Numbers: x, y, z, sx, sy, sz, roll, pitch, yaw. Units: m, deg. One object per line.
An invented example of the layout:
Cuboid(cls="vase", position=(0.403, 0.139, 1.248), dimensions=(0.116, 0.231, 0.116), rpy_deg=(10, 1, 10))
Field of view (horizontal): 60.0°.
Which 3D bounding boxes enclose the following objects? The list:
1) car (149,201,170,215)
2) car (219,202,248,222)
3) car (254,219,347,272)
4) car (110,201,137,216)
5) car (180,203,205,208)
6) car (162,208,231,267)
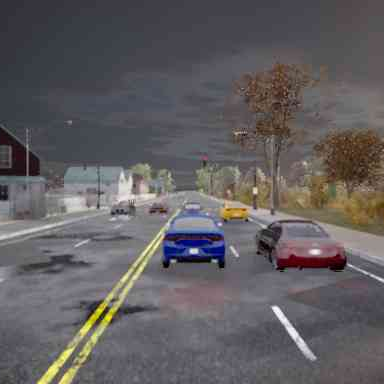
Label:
Cuboid(cls="car", position=(-3.335, 1.644, 34.635), dimensions=(1.895, 1.301, 4.718), rpy_deg=(0, 0, 0))
Cuboid(cls="car", position=(3.308, 1.514, 26.857), dimensions=(1.882, 1.535, 5.008), rpy_deg=(0, 0, 0))
Cuboid(cls="car", position=(3.312, 1.581, 10.916), dimensions=(1.994, 1.385, 4.181), rpy_deg=(0, 0, 0))
Cuboid(cls="car", position=(-6.596, 1.606, 32.373), dimensions=(1.994, 1.385, 4.181), rpy_deg=(0, 0, 0))
Cuboid(cls="car", position=(0.054, 1.562, 26.241), dimensions=(1.812, 1.442, 4.674), rpy_deg=(0, 0, 0))
Cuboid(cls="car", position=(0.065, 1.496, 11.541), dimensions=(1.882, 1.535, 5.008), rpy_deg=(0, -1, 0))
